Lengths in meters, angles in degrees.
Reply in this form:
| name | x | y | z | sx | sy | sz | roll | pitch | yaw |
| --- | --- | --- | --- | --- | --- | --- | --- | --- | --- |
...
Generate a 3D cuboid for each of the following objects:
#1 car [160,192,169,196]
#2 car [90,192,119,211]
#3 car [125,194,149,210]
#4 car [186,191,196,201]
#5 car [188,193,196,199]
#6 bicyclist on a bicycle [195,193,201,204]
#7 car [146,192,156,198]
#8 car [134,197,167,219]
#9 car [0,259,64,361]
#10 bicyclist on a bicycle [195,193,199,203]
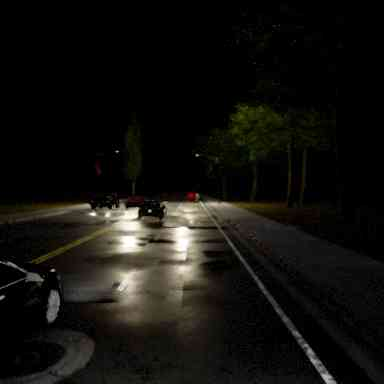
| name | x | y | z | sx | sy | sz | roll | pitch | yaw |
| --- | --- | --- | --- | --- | --- | --- | --- | --- | --- |
| car | -6.540 | 0.668 | 79.994 | 1.812 | 1.442 | 4.674 | 0 | 0 | 0 |
| car | -9.865 | 0.991 | 38.105 | 2.150 | 2.045 | 5.566 | 0 | 0 | 0 |
| car | -6.613 | 1.241 | 39.273 | 1.882 | 1.535 | 5.008 | 0 | 0 | 0 |
| car | -0.036 | 0.807 | 70.892 | 2.150 | 2.045 | 5.566 | 0 | 0 | 0 |
| car | -0.041 | 0.969 | 81.646 | 2.033 | 1.411 | 5.357 | 0 | 0 | 0 |
| bicyclist on a bicycle | 0.885 | 1.144 | 48.888 | 0.866 | 1.612 | 1.509 | 0 | 0 | 0 |
| car | -9.790 | 0.699 | 79.576 | 1.994 | 1.385 | 4.181 | 0 | 0 | 0 |
| car | -3.163 | 1.398 | 26.967 | 1.994 | 1.385 | 4.181 | 0 | 0 | 0 |
| car | -3.152 | 1.479 | 3.907 | 1.837 | 1.490 | 4.892 | 0 | 0 | 0 |
| bicyclist on a bicycle | 0.863 | 1.010 | 60.868 | 0.659 | 1.776 | 1.843 | 0 | 1 | 0 |
